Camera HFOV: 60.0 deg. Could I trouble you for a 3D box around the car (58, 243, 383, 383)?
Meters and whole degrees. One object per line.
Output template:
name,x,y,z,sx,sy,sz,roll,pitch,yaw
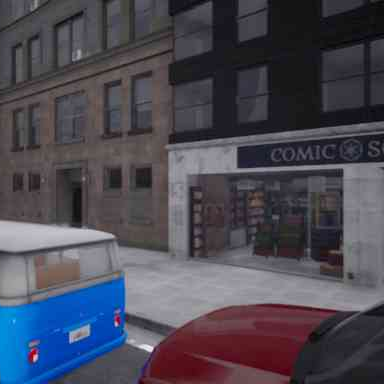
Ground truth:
car,1.871,1.315,1.476,5.009,1.841,2.192,0,0,36

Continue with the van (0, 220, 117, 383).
van,-2.752,1.340,4.774,3.998,1.788,1.690,0,0,36
